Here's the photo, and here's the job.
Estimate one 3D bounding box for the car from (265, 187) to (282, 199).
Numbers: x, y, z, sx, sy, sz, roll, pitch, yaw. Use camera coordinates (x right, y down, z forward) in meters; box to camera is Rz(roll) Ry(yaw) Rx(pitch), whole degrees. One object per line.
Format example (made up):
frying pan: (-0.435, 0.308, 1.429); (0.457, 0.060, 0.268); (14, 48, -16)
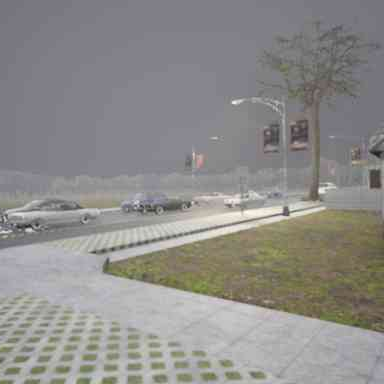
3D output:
car: (11.375, 0.054, 48.664); (2.097, 1.767, 4.553); (-1, 1, 38)

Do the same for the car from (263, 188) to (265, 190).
car: (5.708, 0.559, 36.122); (1.812, 1.442, 4.674); (-1, 1, 38)

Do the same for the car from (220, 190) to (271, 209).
car: (4.792, 0.751, 29.319); (1.895, 1.301, 4.718); (-1, 1, 38)

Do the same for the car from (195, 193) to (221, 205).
car: (2.122, 0.740, 36.809); (1.895, 1.301, 4.718); (-1, 1, 38)

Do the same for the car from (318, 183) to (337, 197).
car: (19.867, -0.336, 48.878); (2.150, 2.045, 5.566); (-1, 1, 38)

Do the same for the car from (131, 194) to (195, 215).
car: (-2.128, 1.021, 25.988); (1.895, 1.301, 4.718); (-1, 1, 37)

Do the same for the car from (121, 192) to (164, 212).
car: (-3.991, 0.794, 28.894); (2.097, 1.767, 4.553); (-1, 1, 38)

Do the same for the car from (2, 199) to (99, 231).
car: (-7.695, 1.301, 18.720); (1.895, 1.301, 4.718); (-1, 1, 37)

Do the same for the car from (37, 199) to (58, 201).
car: (-9.607, 1.229, 21.611); (1.837, 1.490, 4.892); (-1, 1, 36)
